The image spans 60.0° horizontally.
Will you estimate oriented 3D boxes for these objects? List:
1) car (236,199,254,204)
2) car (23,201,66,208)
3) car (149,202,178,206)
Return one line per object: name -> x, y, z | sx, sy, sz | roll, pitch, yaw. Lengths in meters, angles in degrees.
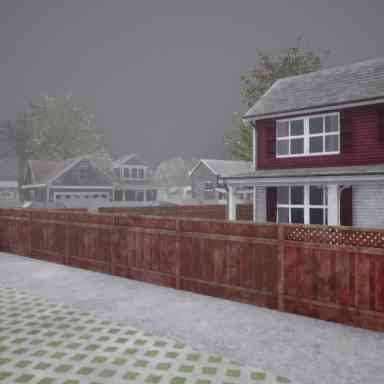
car -> 5.529, 1.534, 34.293 | 4.553, 1.767, 2.097 | 0, 0, -33
car -> -10.726, 1.435, 22.743 | 4.553, 1.767, 2.097 | 0, 0, -37
car -> -2.767, 1.638, 28.588 | 4.892, 1.490, 1.837 | 0, 0, -35
